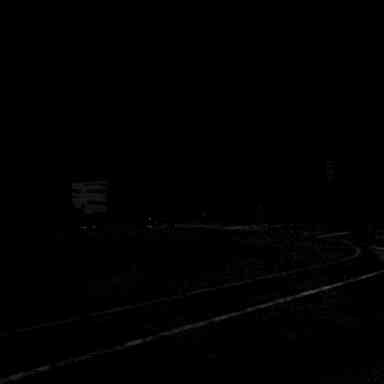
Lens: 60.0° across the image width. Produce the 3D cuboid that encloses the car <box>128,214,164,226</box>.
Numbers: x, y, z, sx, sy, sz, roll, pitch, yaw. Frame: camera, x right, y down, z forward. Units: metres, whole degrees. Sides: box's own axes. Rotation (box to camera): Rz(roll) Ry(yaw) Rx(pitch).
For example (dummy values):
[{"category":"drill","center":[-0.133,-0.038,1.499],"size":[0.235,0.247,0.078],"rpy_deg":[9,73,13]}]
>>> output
[{"category":"car","center":[-4.815,2.901,34.716],"size":[1.895,1.301,4.718],"rpy_deg":[0,-5,-37]}]

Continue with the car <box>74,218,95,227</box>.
[{"category":"car","center":[-16.296,4.665,50.368],"size":[1.895,1.301,4.718],"rpy_deg":[0,-5,-37]}]
